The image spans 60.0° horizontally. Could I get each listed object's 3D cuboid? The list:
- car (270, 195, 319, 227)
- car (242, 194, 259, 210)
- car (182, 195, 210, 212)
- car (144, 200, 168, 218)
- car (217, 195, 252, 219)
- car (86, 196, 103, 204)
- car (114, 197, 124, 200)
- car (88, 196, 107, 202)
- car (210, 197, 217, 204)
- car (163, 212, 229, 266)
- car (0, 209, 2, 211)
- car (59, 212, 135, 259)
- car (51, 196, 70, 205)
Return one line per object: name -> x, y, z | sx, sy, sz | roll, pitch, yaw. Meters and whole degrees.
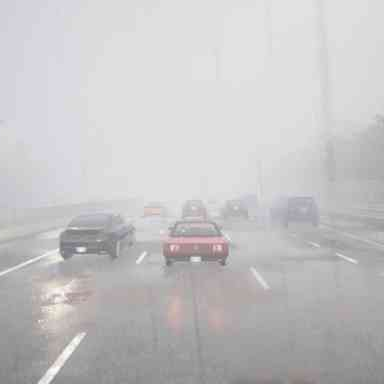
car -> 6.991, 1.248, 23.123 | 2.150, 2.045, 5.566 | 0, 0, 2
car -> 7.296, 1.294, 43.431 | 2.150, 2.045, 5.566 | 0, 0, 1
car -> 0.197, 1.387, 29.184 | 2.097, 1.767, 4.553 | 0, 0, 0
car -> -3.292, 1.516, 30.939 | 1.882, 1.535, 5.008 | 0, 0, 0
car -> 3.596, 1.387, 29.112 | 2.097, 1.767, 4.553 | 0, 0, 0
car -> -20.483, 1.649, 70.159 | 2.128, 1.511, 4.902 | 0, 0, 1
car -> -13.610, 1.674, 62.003 | 1.994, 1.385, 4.181 | 0, 0, 1
car -> -17.122, 1.461, 61.189 | 2.097, 1.767, 4.553 | 0, 0, 1
car -> 3.929, 1.681, 63.545 | 1.994, 1.385, 4.181 | 0, 0, 1
car -> 0.118, 1.607, 11.580 | 1.895, 1.301, 4.718 | 0, 0, 0
car -> -14.044, 1.369, 20.927 | 2.097, 1.767, 4.553 | 0, 0, 0
car -> -3.378, 1.512, 12.590 | 1.837, 1.490, 4.892 | 0, 0, 0
car -> -24.116, 1.460, 61.030 | 2.097, 1.767, 4.553 | 0, 0, 1
